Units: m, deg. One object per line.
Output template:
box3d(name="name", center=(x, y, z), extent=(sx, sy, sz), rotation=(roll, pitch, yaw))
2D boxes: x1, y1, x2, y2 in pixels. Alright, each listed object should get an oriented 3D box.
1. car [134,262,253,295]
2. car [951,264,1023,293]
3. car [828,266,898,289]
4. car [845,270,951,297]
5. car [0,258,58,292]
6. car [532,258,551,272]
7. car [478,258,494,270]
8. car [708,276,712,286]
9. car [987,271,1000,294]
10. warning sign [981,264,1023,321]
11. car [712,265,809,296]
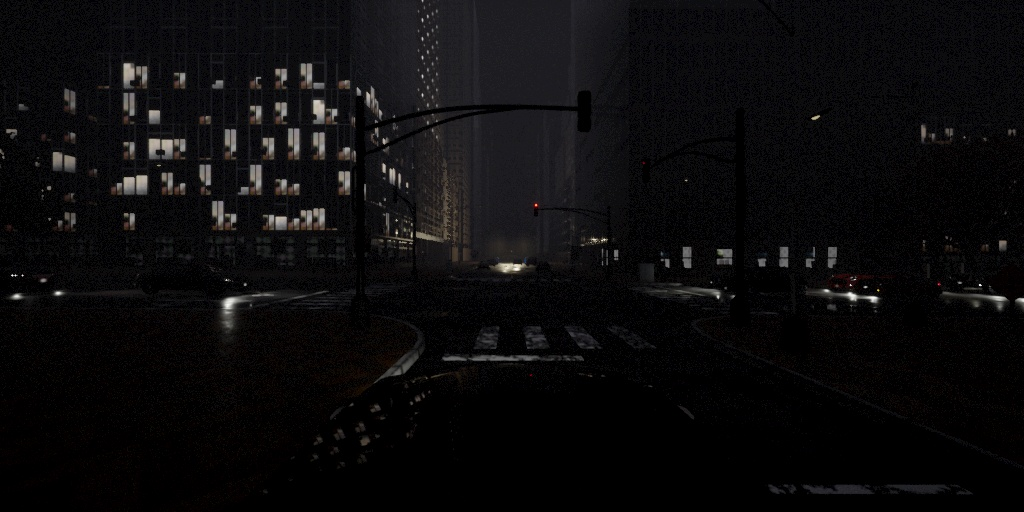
box3d(name="car", center=(-14.942, 1.026, 16.919), extent=(4.674, 1.442, 1.812), rotation=(1, 0, -1))
box3d(name="car", center=(34.985, 1.624, 25.905), extent=(5.566, 2.045, 2.150), rotation=(1, 0, -2))
box3d(name="car", center=(25.241, 1.580, 25.465), extent=(4.553, 1.767, 2.097), rotation=(1, 0, -3))
box3d(name="car", center=(23.737, 1.766, 22.147), extent=(4.181, 1.385, 1.994), rotation=(1, 0, -3))
box3d(name="car", center=(-24.157, 0.823, 16.496), extent=(4.902, 1.511, 2.128), rotation=(1, 0, -3))
box3d(name="car", center=(3.950, 1.329, 46.198), extent=(1.948, 1.339, 4.313), rotation=(0, 0, 0))
box3d(name="car", center=(-4.000, 1.343, 51.695), extent=(1.802, 1.307, 4.207), rotation=(0, 0, 0))
box3d(name="car", center=(16.199, 1.591, 25.052), extent=(4.674, 1.442, 1.812), rotation=(1, 0, -3))
box3d(name="car", center=(34.036, 1.934, 22.614), extent=(5.357, 1.411, 2.033), rotation=(1, 0, -3))
box3d(name="warning sign", center=(17.281, 1.204, 12.389), extent=(1.060, 1.860, 1.300), rotation=(0, 0, -3))
box3d(name="car", center=(15.151, 1.400, 21.751), extent=(4.553, 1.767, 2.097), rotation=(1, 0, -3))
